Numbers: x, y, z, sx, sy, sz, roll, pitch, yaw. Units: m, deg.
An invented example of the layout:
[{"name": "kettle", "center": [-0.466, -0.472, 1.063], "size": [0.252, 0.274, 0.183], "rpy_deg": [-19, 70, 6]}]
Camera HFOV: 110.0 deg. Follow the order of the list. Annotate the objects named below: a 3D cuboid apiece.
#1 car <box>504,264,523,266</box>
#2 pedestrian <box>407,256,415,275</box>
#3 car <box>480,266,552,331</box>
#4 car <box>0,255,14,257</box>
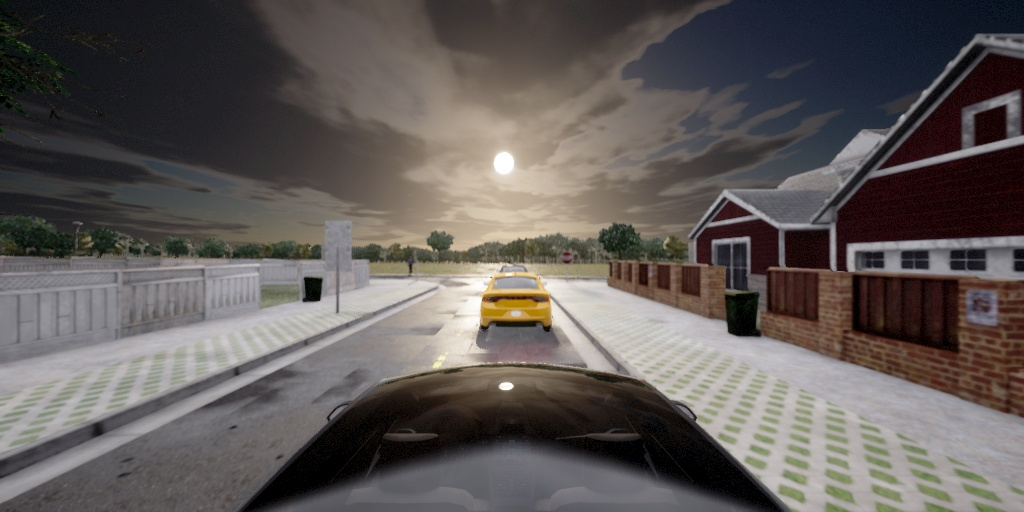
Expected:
[{"name": "car", "center": [0.091, 1.251, 21.779], "size": [1.882, 1.535, 5.008], "rpy_deg": [0, 0, 0]}, {"name": "pedestrian", "center": [-9.683, 0.853, 34.195], "size": [0.375, 1.860, 0.375], "rpy_deg": [0, -1, 0]}, {"name": "car", "center": [0.102, 1.237, 11.116], "size": [1.882, 1.535, 5.008], "rpy_deg": [0, 0, 0]}, {"name": "car", "center": [-44.609, 0.707, 31.032], "size": [5.008, 1.535, 1.882], "rpy_deg": [1, 0, 0]}]
